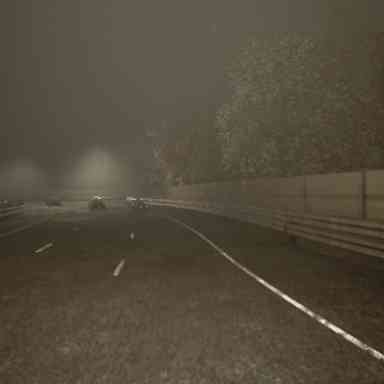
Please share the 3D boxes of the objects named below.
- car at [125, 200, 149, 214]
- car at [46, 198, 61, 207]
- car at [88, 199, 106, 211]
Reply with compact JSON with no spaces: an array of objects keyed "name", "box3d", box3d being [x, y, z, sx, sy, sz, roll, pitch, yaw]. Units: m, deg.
[{"name":"car","box3d":[-6.141,1.624,36.961,2.033,1.411,5.357,-1,0,-20]},{"name":"car","box3d":[-23.774,1.803,57.159,1.812,1.442,4.674,0,0,-32]},{"name":"car","box3d":[-12.094,1.670,42.357,1.812,1.442,4.674,0,0,-22]}]
